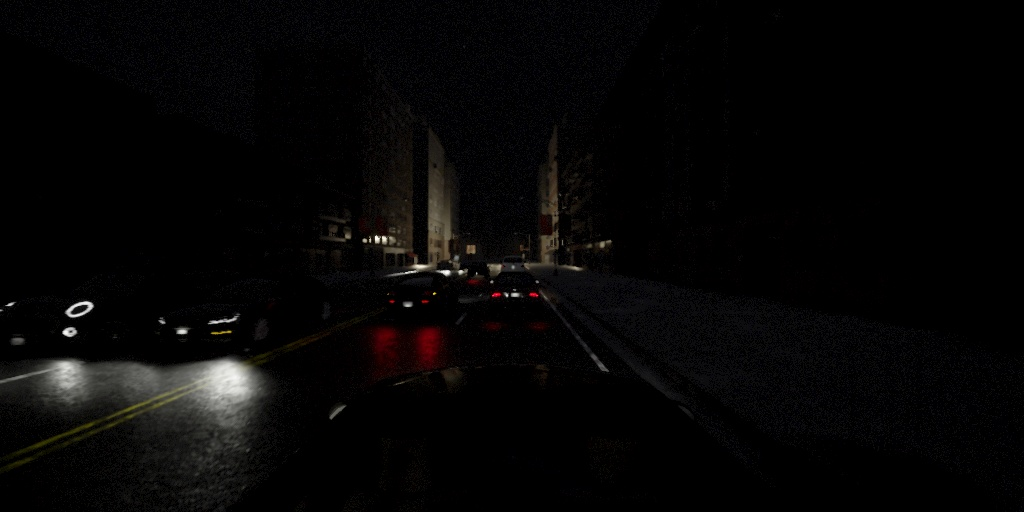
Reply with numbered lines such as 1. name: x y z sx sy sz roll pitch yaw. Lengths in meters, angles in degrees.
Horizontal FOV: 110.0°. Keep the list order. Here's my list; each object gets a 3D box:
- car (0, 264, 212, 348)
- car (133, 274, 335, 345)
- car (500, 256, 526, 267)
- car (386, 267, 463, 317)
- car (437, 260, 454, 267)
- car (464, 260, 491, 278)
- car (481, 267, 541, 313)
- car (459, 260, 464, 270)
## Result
1. car: -9.850 1.114 9.388 2.097 1.767 4.553 0 0 0
2. car: -6.599 1.267 9.598 1.837 1.490 4.892 0 0 0
3. car: 0.102 1.023 33.377 2.150 2.045 5.566 0 0 0
4. car: -3.150 1.293 13.166 1.812 1.442 4.674 0 0 0
5. car: -9.812 1.342 52.858 2.128 1.511 4.902 0 0 0
6. car: -3.148 1.309 34.406 1.837 1.490 4.892 0 0 0
7. car: 0.101 1.316 14.139 2.033 1.411 5.357 0 0 0
8. car: -6.563 1.327 52.833 1.882 1.535 5.008 0 0 0
